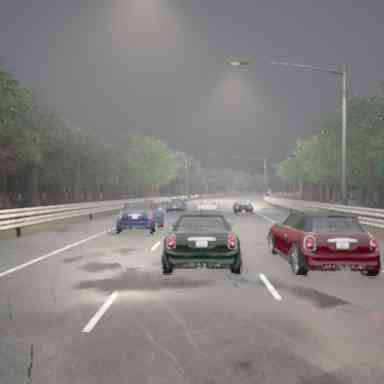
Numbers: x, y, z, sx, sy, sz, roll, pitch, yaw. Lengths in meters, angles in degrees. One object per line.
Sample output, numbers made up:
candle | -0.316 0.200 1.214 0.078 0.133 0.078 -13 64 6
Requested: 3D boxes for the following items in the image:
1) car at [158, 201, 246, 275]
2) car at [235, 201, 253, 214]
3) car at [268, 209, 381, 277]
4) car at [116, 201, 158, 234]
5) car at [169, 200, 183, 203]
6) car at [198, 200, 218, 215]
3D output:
car | 0.305 1.338 10.614 2.097 1.767 4.553 0 0 2
car | 5.204 1.564 34.558 1.895 1.301 4.718 0 0 5
car | 3.797 1.342 10.386 2.097 1.767 4.553 0 0 2
car | -2.855 1.325 19.328 2.097 1.767 4.553 0 0 3
car | -1.616 1.518 36.722 1.994 1.385 4.181 0 0 5
car | 1.694 1.560 34.566 1.895 1.301 4.718 0 0 5
